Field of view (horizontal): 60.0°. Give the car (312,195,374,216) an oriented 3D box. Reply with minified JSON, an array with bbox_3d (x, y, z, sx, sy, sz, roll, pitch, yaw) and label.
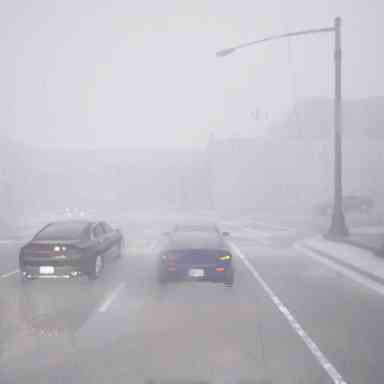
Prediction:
[{"bbox_3d":[12.578,1.064,27.933,4.892,1.490,1.837,-7,0,0],"label":"car"}]

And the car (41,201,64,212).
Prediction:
[{"bbox_3d":[-18.145,1.870,43.866,1.895,1.301,4.718,0,0,-1],"label":"car"}]

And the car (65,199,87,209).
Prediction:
[{"bbox_3d":[-18.316,1.887,52.679,1.994,1.385,4.181,0,0,0],"label":"car"}]

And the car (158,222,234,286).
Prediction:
[{"bbox_3d":[0.117,1.584,9.481,1.812,1.442,4.674,0,0,1],"label":"car"}]

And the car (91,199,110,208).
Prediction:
[{"bbox_3d":[-14.853,1.858,54.221,1.812,1.442,4.674,0,0,-1],"label":"car"}]

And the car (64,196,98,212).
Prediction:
[{"bbox_3d":[-14.662,1.494,44.474,2.150,2.045,5.566,0,0,-1],"label":"car"}]

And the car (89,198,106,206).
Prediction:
[{"bbox_3d":[-18.523,1.893,65.349,2.128,1.511,4.902,0,0,-1],"label":"car"}]

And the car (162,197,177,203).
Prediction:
[{"bbox_3d":[-5.669,2.073,84.846,1.994,1.385,4.181,0,0,24],"label":"car"}]

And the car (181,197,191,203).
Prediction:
[{"bbox_3d":[-1.986,2.044,84.623,1.812,1.442,4.674,0,0,24],"label":"car"}]

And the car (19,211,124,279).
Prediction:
[{"bbox_3d":[-3.380,1.570,10.195,1.837,1.490,4.892,0,0,0],"label":"car"}]

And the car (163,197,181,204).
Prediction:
[{"bbox_3d":[-4.516,1.816,74.994,2.097,1.767,4.553,0,0,6],"label":"car"}]
